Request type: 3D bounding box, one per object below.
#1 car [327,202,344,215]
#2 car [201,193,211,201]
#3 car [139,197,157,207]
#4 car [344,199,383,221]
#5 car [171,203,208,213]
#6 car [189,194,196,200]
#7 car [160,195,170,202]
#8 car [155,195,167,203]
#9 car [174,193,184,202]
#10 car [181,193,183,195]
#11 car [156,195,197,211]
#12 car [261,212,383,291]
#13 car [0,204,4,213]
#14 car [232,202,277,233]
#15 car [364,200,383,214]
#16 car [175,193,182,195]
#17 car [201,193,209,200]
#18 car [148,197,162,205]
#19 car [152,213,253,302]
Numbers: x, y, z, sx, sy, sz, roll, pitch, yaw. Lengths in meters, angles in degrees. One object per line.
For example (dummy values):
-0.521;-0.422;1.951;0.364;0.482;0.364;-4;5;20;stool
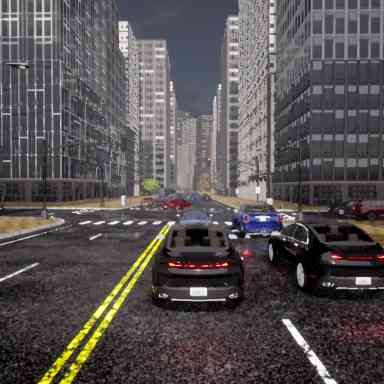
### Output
16.521;1.618;34.301;4.892;1.490;1.837;1;1;1;car
3.468;1.396;79.344;1.882;1.535;5.008;0;0;0;car
-6.454;1.491;49.059;1.812;1.442;4.674;0;0;2;car
16.279;1.520;28.521;5.009;1.841;2.192;1;0;1;car
0.149;1.538;17.810;2.033;1.411;5.357;0;0;0;car
0.246;1.220;89.772;1.882;1.535;5.008;0;0;0;car
-6.287;1.453;77.938;1.812;1.442;4.674;0;0;0;car
-6.333;1.420;67.668;1.882;1.535;5.008;0;0;0;car
-3.037;1.154;77.898;2.150;2.045;5.566;0;0;0;car
-3.089;1.469;67.446;1.812;1.442;4.674;0;0;1;car
-1.563;1.432;37.924;1.812;1.442;4.674;1;1;35;car
3.375;1.500;8.961;1.837;1.490;4.892;0;0;0;car
-20.641;1.309;31.823;5.008;1.535;1.882;0;1;1;car
3.398;1.342;18.044;2.097;1.767;4.553;0;0;0;car
21.910;1.643;36.792;4.829;1.417;1.752;1;0;1;car
-3.176;1.460;57.625;1.837;1.490;4.892;0;0;0;car
3.496;1.098;89.732;2.097;1.767;4.553;0;0;0;car
-6.419;1.556;58.162;1.895;1.301;4.718;0;0;0;car
0.120;1.501;8.255;1.837;1.490;4.892;0;0;0;car
